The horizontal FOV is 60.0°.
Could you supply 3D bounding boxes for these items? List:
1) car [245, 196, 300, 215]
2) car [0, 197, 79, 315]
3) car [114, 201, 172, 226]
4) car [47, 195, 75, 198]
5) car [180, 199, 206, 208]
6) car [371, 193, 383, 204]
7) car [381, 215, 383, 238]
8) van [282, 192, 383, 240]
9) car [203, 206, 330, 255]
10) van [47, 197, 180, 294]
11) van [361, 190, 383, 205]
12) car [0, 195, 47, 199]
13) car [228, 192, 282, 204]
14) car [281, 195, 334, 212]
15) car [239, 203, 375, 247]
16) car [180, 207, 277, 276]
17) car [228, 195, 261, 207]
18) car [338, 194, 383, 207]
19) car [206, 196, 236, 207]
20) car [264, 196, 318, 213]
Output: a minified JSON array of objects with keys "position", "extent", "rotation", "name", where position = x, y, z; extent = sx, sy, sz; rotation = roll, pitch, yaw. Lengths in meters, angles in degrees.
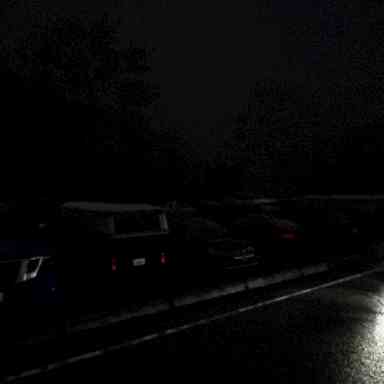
[{"position":[7.639,1.239,32.116],"extent":[2.097,1.535,5.008],"rotation":[-1,1,-36],"name":"car"},{"position":[-4.597,1.247,7.242],"extent":[2.435,2.045,5.566],"rotation":[0,0,-36],"name":"car"},{"position":[-3.626,1.446,24.016],"extent":[2.163,1.488,4.792],"rotation":[-1,0,-36],"name":"car"},{"position":[-8.149,1.213,20.782],"extent":[2.435,2.045,5.566],"rotation":[-1,0,-36],"name":"car"},{"position":[-1.497,1.381,25.802],"extent":[1.946,1.575,5.366],"rotation":[-1,0,-36],"name":"car"},{"position":[27.959,0.937,46.641],"extent":[2.002,1.452,4.674],"rotation":[-1,1,-36],"name":"car"},{"position":[7.305,1.375,8.895],"extent":[5.008,1.535,1.882],"rotation":[-1,0,-35],"name":"car"},{"position":[6.723,1.149,15.517],"extent":[1.878,1.987,4.442],"rotation":[-1,0,-36],"name":"van"},{"position":[2.231,1.476,12.157],"extent":[2.002,1.452,4.674],"rotation":[-1,0,-36],"name":"car"},{"position":[-2.403,1.256,8.989],"extent":[1.878,1.987,4.442],"rotation":[-1,0,-36],"name":"van"},{"position":[25.630,0.709,45.122],"extent":[1.878,1.987,4.442],"rotation":[-1,1,-36],"name":"van"},{"position":[-10.441,1.234,19.213],"extent":[2.435,2.045,5.566],"rotation":[0,0,-36],"name":"car"},{"position":[5.399,1.026,30.472],"extent":[2.435,2.045,5.566],"rotation":[-1,1,-36],"name":"car"},{"position":[12.154,1.164,35.347],"extent":[2.231,1.521,4.892],"rotation":[-1,1,-36],"name":"car"},{"position":[4.496,1.438,13.817],"extent":[2.163,1.488,4.792],"rotation":[-1,0,-36],"name":"car"},{"position":[-0.054,1.460,10.534],"extent":[2.231,1.521,4.892],"rotation":[-1,0,-36],"name":"car"},{"position":[3.132,1.316,28.879],"extent":[2.231,1.521,4.892],"rotation":[-1,1,-36],"name":"car"},{"position":[21.204,1.040,41.777],"extent":[2.163,1.488,4.792],"rotation":[-1,1,-36],"name":"car"},{"position":[0.872,1.351,27.263],"extent":[2.097,1.535,5.008],"rotation":[-1,0,-36],"name":"car"},{"position":[9.897,1.201,33.731],"extent":[2.097,1.535,5.008],"rotation":[-1,1,-36],"name":"car"}]
